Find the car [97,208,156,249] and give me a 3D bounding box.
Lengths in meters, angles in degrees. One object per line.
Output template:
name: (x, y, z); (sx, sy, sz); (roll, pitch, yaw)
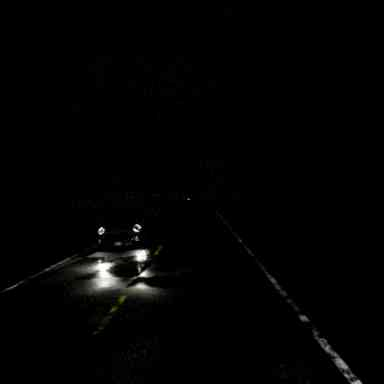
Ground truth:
car: (-3.138, 1.637, 16.465); (2.097, 1.767, 4.553); (-4, 0, 2)
